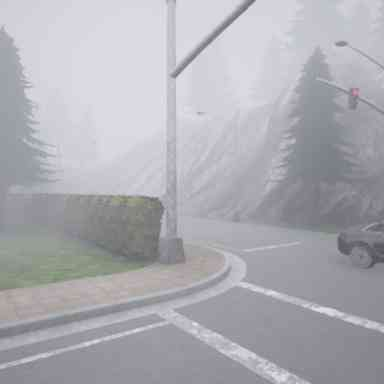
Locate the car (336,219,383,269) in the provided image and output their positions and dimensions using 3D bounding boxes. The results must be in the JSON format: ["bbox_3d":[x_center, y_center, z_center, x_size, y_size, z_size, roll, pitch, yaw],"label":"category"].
[{"bbox_3d":[6.447,1.479,9.035,2.128,1.511,4.902,0,0,-35],"label":"car"}]
